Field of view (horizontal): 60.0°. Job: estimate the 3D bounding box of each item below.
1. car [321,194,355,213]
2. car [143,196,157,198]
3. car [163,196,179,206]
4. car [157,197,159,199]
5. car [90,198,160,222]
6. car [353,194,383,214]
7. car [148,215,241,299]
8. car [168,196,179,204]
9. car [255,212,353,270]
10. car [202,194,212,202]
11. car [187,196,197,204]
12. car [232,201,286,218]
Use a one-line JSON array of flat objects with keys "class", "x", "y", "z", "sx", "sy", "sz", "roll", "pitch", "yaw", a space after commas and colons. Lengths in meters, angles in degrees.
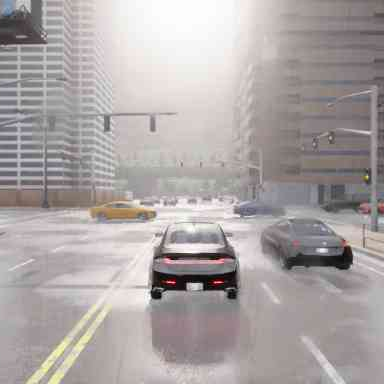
[{"class": "car", "x": 17.141, "y": 1.221, "z": 36.480, "sx": 5.566, "sy": 2.045, "sz": 2.150, "roll": 0, "pitch": 0, "yaw": 0}, {"class": "car", "x": -7.177, "y": 1.526, "z": 53.254, "sx": 1.812, "sy": 1.442, "sz": 4.674, "roll": 0, "pitch": 0, "yaw": 1}, {"class": "car", "x": -3.673, "y": 1.491, "z": 55.049, "sx": 2.128, "sy": 1.511, "sz": 4.902, "roll": 0, "pitch": 0, "yaw": 0}, {"class": "car", "x": -7.152, "y": 1.526, "z": 63.167, "sx": 1.812, "sy": 1.442, "sz": 4.674, "roll": 0, "pitch": 0, "yaw": 1}, {"class": "car", "x": -5.294, "y": 1.477, "z": 25.870, "sx": 5.008, "sy": 1.535, "sz": 1.882, "roll": 0, "pitch": 0, "yaw": 0}, {"class": "car", "x": 18.967, "y": 1.352, "z": 32.960, "sx": 4.553, "sy": 1.767, "sz": 2.097, "roll": 0, "pitch": 0, "yaw": 0}, {"class": "car", "x": 0.052, "y": 1.492, "z": 8.420, "sx": 2.128, "sy": 1.511, "sz": 4.902, "roll": 0, "pitch": 0, "yaw": 0}, {"class": "car", "x": -3.645, "y": 1.505, "z": 64.988, "sx": 1.837, "sy": 1.490, "sz": 4.892, "roll": 0, "pitch": 0, "yaw": 0}, {"class": "car", "x": 3.563, "y": 1.564, "z": 11.072, "sx": 1.994, "sy": 1.385, "sz": 4.181, "roll": 0, "pitch": 0, "yaw": 0}, {"class": "car", "x": 3.382, "y": 1.355, "z": 76.795, "sx": 2.097, "sy": 1.767, "sz": 4.553, "roll": 0, "pitch": 0, "yaw": 0}, {"class": "car", "x": 0.002, "y": 1.547, "z": 65.199, "sx": 2.033, "sy": 1.411, "sz": 5.357, "roll": 0, "pitch": 0, "yaw": 0}, {"class": "car", "x": 5.891, "y": 1.526, "z": 29.327, "sx": 4.674, "sy": 1.442, "sz": 1.812, "roll": 0, "pitch": 0, "yaw": 0}]
